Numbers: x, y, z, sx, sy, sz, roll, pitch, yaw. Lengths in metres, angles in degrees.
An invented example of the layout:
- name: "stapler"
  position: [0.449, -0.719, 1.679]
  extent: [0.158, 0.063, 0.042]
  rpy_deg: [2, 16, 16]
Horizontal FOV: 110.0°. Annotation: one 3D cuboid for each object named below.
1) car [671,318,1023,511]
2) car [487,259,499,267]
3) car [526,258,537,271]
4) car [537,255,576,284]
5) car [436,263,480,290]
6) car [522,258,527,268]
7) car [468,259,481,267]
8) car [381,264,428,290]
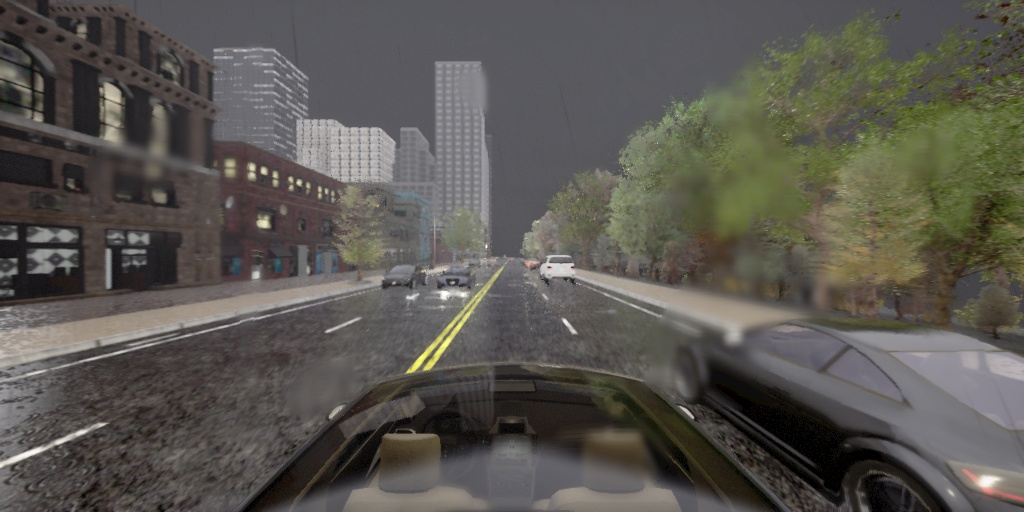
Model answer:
- name: "car"
  position: [3.351, 1.313, 3.651]
  extent: [1.994, 1.385, 4.181]
  rpy_deg: [0, 0, 0]
- name: "car"
  position: [-3.272, 1.264, 63.410]
  extent: [1.812, 1.442, 4.674]
  rpy_deg: [0, 0, 0]
- name: "car"
  position: [3.243, 1.339, 47.659]
  extent: [1.895, 1.301, 4.718]
  rpy_deg: [0, 0, 0]
- name: "car"
  position: [3.347, 0.965, 26.946]
  extent: [2.150, 2.045, 5.566]
  rpy_deg: [0, 0, 0]
- name: "car"
  position: [-3.342, 1.311, 22.183]
  extent: [1.994, 1.385, 4.181]
  rpy_deg: [0, 0, 0]
- name: "car"
  position: [3.242, 1.085, 58.599]
  extent: [2.097, 1.767, 4.553]
  rpy_deg: [0, 0, 0]
- name: "car"
  position: [-6.522, 1.238, 63.544]
  extent: [1.837, 1.490, 4.892]
  rpy_deg: [0, 1, 0]
- name: "car"
  position: [-6.591, 1.252, 22.448]
  extent: [1.837, 1.490, 4.892]
  rpy_deg: [0, 0, 0]
